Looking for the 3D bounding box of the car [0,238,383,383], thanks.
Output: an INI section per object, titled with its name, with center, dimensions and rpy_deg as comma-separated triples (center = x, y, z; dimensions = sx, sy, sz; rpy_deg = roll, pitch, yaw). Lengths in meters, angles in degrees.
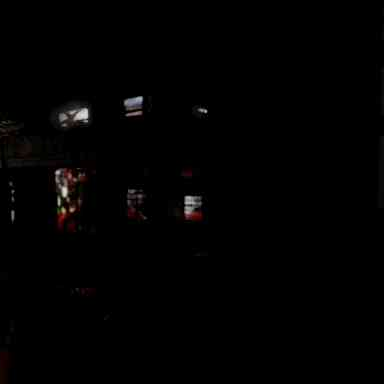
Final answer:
[car]
center = 0.580, 1.309, 2.444
dimensions = 5.009, 1.841, 2.192
rpy_deg = 1, 1, 35
